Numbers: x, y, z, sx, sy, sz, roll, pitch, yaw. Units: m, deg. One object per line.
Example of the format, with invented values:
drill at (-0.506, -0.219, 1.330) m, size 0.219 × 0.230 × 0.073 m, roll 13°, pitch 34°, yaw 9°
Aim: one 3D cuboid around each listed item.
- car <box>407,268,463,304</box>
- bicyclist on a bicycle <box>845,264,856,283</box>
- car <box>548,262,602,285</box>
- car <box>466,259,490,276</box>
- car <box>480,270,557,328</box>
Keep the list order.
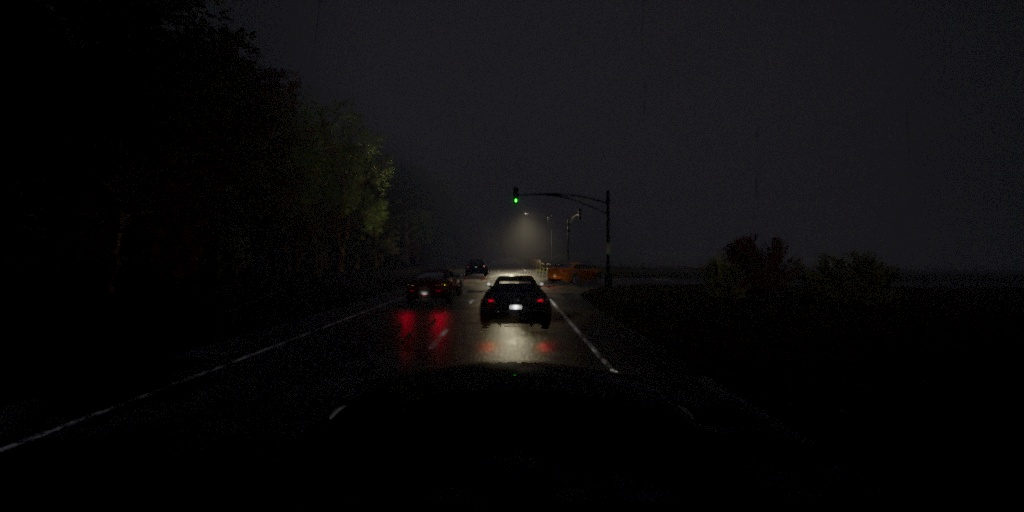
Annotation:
car at (-3.407, 1.266, 16.279) m, size 1.812 × 1.442 × 4.674 m, roll 0°, pitch 0°, yaw 0°
bicyclist on a bicycle at (24.294, 1.387, 25.325) m, size 0.582 × 1.620 × 1.656 m, roll 1°, pitch 0°, yaw 0°
car at (4.665, 1.217, 26.102) m, size 1.882 × 1.535 × 5.008 m, roll -2°, pitch -1°, yaw 45°
car at (-3.411, 1.075, 36.322) m, size 2.097 × 1.767 × 4.553 m, roll 0°, pitch 0°, yaw 0°
car at (0.104, 1.308, 11.375) m, size 1.994 × 1.385 × 4.181 m, roll 0°, pitch 0°, yaw 0°
